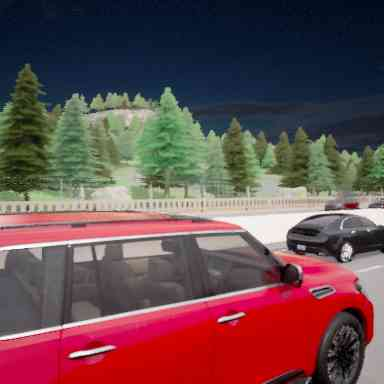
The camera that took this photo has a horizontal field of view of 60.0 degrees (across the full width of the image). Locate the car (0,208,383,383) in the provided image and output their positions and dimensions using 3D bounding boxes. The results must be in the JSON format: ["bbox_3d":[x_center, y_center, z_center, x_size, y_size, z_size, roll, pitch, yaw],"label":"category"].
[{"bbox_3d":[-0.368,1.222,3.482,5.566,2.045,2.150,0,0,-35],"label":"car"}]

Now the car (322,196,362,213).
[{"bbox_3d":[17.015,1.356,37.602,4.553,1.767,2.097,0,0,-35],"label":"car"}]
